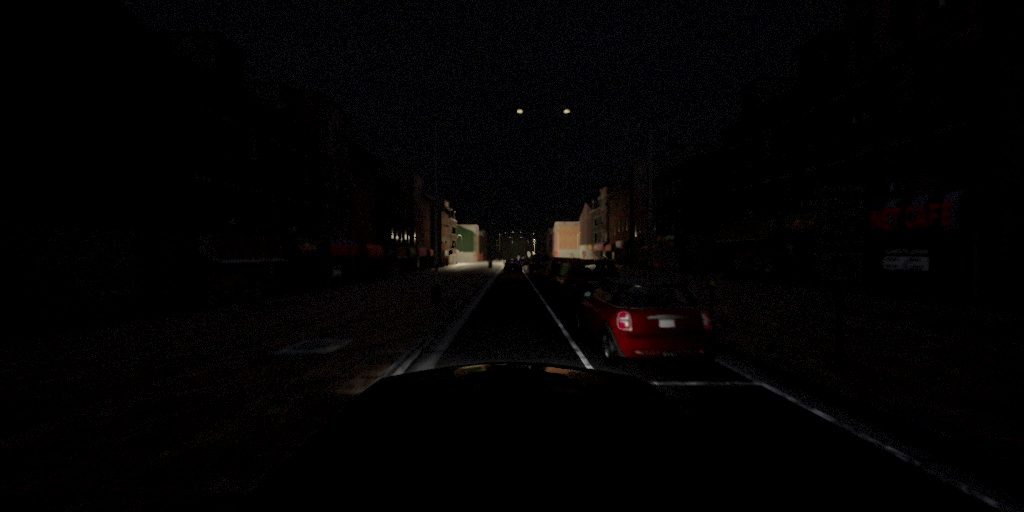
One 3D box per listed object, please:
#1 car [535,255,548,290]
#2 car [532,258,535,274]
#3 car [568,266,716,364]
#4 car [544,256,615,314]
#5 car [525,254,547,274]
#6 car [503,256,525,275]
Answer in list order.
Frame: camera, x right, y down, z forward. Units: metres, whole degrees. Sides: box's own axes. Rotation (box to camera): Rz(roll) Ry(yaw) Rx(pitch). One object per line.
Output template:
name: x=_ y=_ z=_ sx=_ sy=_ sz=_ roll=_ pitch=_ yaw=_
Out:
car: x=2.624 y=0.989 z=18.826 sx=2.192 sy=1.841 sz=5.009 roll=0 pitch=0 yaw=0
car: x=2.619 y=1.093 z=24.228 sx=1.967 sy=1.591 sz=4.097 roll=0 pitch=0 yaw=0
car: x=2.632 y=1.160 z=8.022 sx=1.967 sy=1.591 sz=4.097 roll=0 pitch=0 yaw=0
car: x=2.628 y=1.011 z=13.424 sx=2.192 sy=1.841 sz=5.009 roll=0 pitch=0 yaw=0
car: x=2.952 y=0.832 z=39.248 sx=2.150 sy=2.045 sz=5.566 roll=0 pitch=0 yaw=0
car: x=0.071 y=1.087 z=37.217 sx=1.882 sy=1.535 sz=5.008 roll=0 pitch=0 yaw=0
